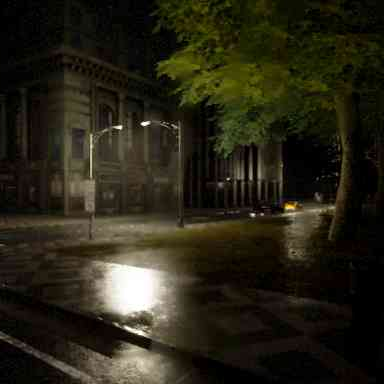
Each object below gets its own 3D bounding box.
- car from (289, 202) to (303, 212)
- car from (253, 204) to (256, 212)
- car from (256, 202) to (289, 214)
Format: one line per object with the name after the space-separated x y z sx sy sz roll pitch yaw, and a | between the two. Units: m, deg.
16.799 2.373 54.685 1.882 1.535 5.008 0 0 34 | car
11.055 2.298 51.545 1.882 1.535 5.008 0 -1 34 | car
11.267 2.275 46.410 2.128 1.511 4.902 0 -1 35 | car
